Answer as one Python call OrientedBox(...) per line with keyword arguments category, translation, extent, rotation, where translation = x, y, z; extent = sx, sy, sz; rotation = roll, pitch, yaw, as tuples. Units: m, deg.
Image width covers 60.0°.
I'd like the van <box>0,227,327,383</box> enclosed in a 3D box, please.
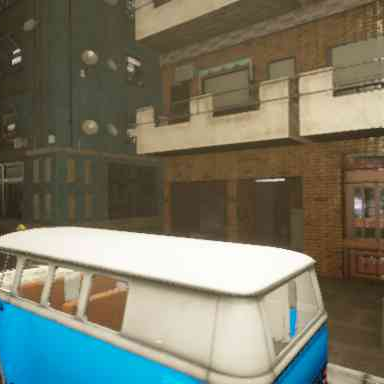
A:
OrientedBox(category="van", translation=(-0.721, 1.338, 3.406), extent=(3.998, 1.788, 1.690), rotation=(0, -1, 36))
